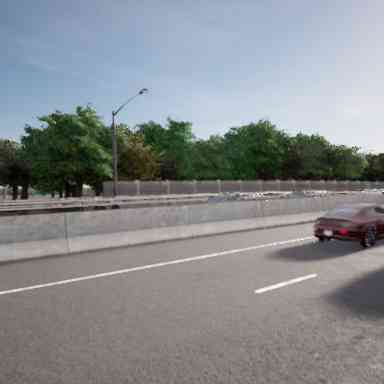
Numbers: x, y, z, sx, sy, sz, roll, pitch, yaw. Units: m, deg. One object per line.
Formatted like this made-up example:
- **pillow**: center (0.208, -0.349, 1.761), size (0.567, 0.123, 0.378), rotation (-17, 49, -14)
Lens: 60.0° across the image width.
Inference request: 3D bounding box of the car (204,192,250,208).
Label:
- **car**: center (3.888, 0.817, 36.816), size (4.902, 1.511, 2.128), rotation (-2, 1, -35)

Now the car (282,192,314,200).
- **car**: center (12.234, 0.723, 38.452), size (4.181, 1.385, 1.994), rotation (-1, 1, -35)

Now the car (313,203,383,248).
- **car**: center (6.515, 1.154, 12.672), size (4.674, 1.442, 1.812), rotation (-2, 1, -35)

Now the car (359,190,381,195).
- **car**: center (29.386, 0.331, 54.838), size (4.674, 1.442, 1.812), rotation (-2, 1, -35)

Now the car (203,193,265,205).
- **car**: center (3.119, 1.026, 23.386), size (4.902, 1.511, 2.128), rotation (-2, 1, -35)
